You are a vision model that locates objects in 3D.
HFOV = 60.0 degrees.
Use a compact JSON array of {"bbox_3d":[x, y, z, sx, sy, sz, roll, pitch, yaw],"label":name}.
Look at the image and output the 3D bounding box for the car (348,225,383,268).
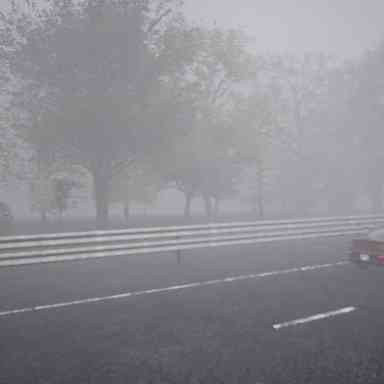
[{"bbox_3d":[7.086,1.710,10.699,4.674,1.442,1.812,0,-2,-26],"label":"car"}]
